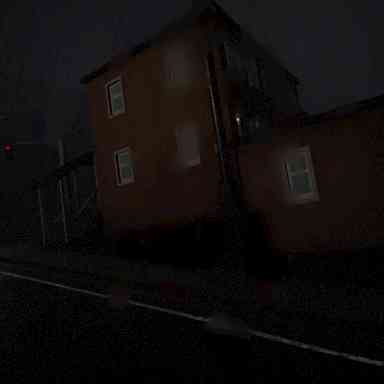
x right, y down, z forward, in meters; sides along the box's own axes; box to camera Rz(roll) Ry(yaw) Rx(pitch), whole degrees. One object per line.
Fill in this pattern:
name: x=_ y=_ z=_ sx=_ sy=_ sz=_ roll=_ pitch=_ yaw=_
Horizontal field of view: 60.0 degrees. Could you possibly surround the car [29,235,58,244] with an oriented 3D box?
car: x=-12.107 y=4.594 z=29.483 sx=2.128 sy=1.511 sz=4.902 roll=-13 pitch=-12 yaw=35
